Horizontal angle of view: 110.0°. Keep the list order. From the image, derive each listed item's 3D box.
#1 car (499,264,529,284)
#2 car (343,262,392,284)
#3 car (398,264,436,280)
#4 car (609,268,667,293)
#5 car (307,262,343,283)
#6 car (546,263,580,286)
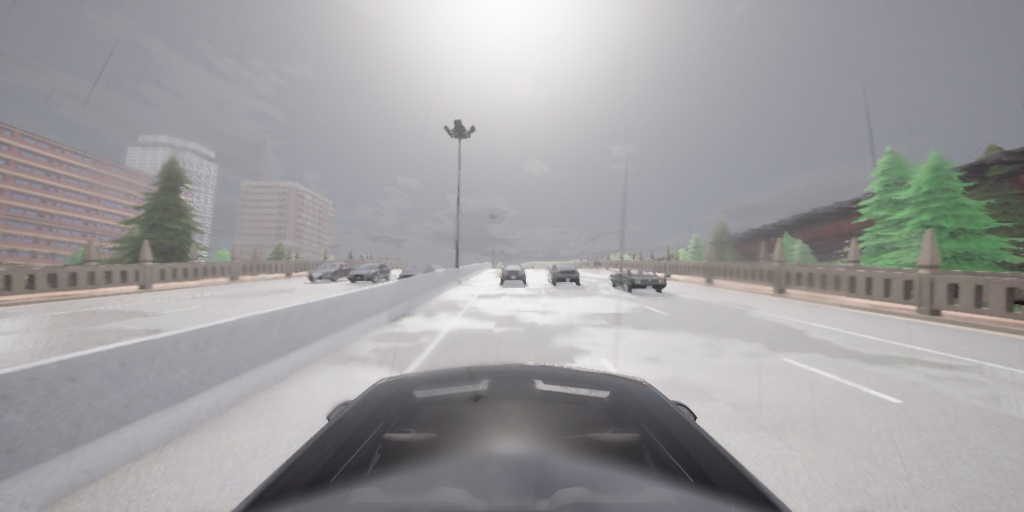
[{"bbox_3d":[0.102,1.278,26.458,1.812,1.442,4.674,0,0,0],"label":"car"},{"bbox_3d":[-10.584,1.256,27.154,1.837,1.490,4.892,0,0,0],"label":"car"},{"bbox_3d":[-7.085,1.298,27.532,2.033,1.411,5.357,0,0,0],"label":"car"},{"bbox_3d":[7.093,1.350,20.747,1.895,1.301,4.718,0,0,0],"label":"car"},{"bbox_3d":[-14.080,1.241,28.238,2.128,1.511,4.902,0,0,0],"label":"car"},{"bbox_3d":[3.601,1.258,25.429,1.837,1.490,4.892,0,0,0],"label":"car"}]
